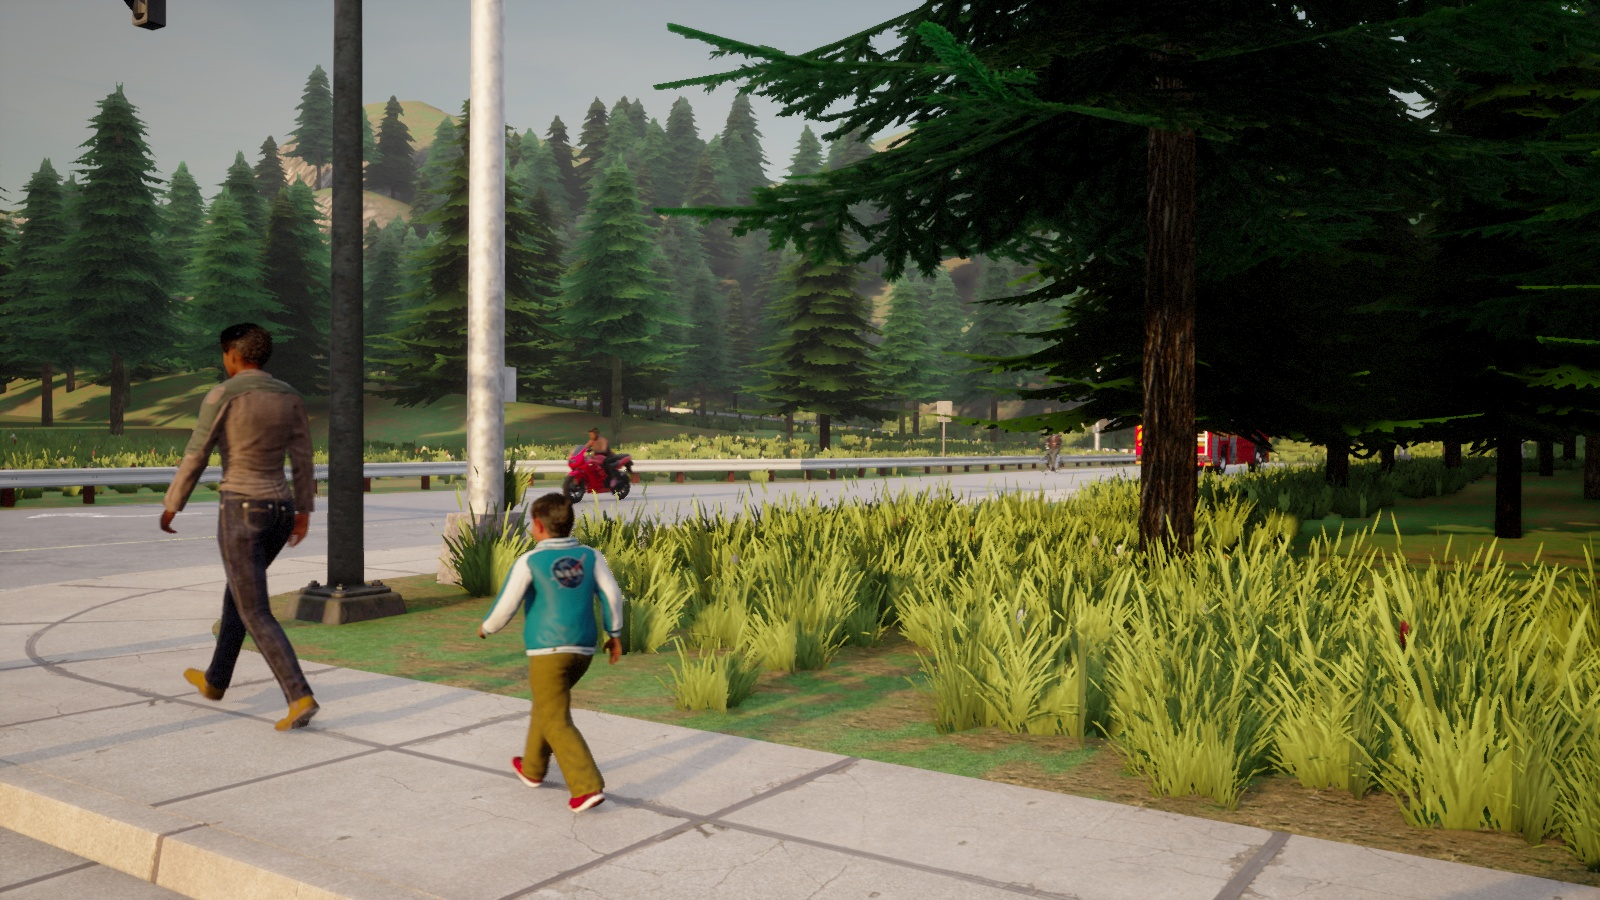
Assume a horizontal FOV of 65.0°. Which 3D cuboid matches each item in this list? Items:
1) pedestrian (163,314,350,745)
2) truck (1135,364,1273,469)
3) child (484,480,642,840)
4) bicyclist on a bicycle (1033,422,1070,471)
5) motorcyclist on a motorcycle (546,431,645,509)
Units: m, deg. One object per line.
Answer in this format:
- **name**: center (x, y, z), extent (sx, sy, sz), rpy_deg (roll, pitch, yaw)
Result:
- **pedestrian**: center (-2.444, 0.332, 5.633), extent (0.869, 1.805, 0.328), rpy_deg (0, 1, 34)
- **truck**: center (16.175, -1.287, 49.851), extent (2.891, 3.827, 8.468), rpy_deg (0, 1, 35)
- **child**: center (-0.850, 0.713, 4.493), extent (0.448, 1.192, 0.343), rpy_deg (0, 1, 43)
- **bicyclist on a bicycle**: center (9.196, -0.135, 45.916), extent (0.659, 1.776, 1.843), rpy_deg (0, 1, 34)
- **motorcyclist on a motorcycle**: center (-4.140, 0.375, 25.581), extent (0.797, 1.523, 2.044), rpy_deg (0, 1, 33)
